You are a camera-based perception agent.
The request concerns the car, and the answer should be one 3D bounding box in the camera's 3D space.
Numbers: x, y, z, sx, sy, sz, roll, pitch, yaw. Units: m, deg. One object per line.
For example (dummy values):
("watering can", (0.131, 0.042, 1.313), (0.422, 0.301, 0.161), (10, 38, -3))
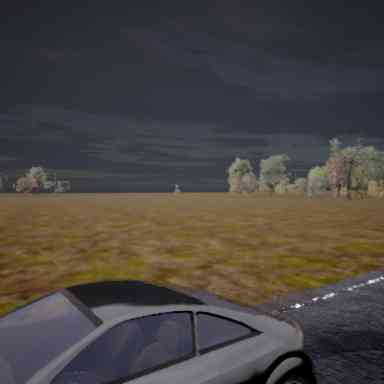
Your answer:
("car", (-0.851, 1.561, 2.804), (4.181, 1.385, 1.994), (0, 0, -35))
